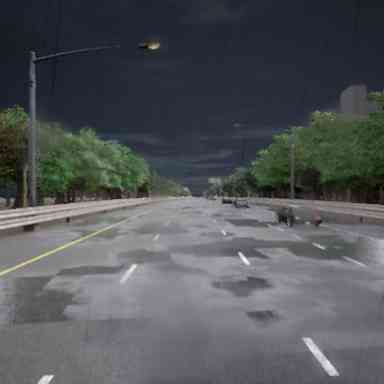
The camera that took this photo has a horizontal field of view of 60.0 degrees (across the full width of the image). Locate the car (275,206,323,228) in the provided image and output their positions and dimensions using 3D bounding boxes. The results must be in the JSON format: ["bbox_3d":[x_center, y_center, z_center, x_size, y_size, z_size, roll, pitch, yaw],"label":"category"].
[{"bbox_3d":[7.015,1.607,22.356,1.895,1.301,4.718,0,0,0],"label":"car"}]

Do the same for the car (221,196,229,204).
[{"bbox_3d":[7.217,1.824,69.675,1.882,1.535,5.008,0,-1,0],"label":"car"}]

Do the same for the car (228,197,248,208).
[{"bbox_3d":[7.099,1.618,49.275,2.128,1.511,4.902,0,0,0],"label":"car"}]
